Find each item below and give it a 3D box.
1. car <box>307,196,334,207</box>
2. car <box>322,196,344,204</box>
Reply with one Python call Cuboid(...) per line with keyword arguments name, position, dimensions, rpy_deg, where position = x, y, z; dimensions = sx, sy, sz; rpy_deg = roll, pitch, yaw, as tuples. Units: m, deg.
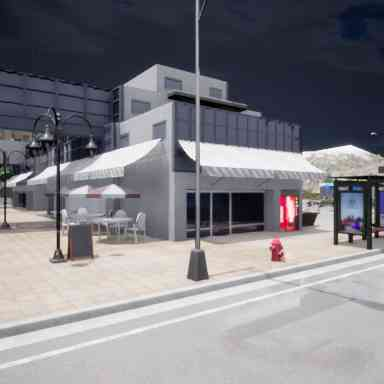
Cuboid(name="car", position=(19.131, 1.345, 48.810), dimensions=(5.027, 1.636, 2.152), rpy_deg=(0, 0, -36))
Cuboid(name="car", position=(28.404, 1.489, 66.928), dimensions=(4.514, 1.523, 2.007), rpy_deg=(0, 0, -36))
